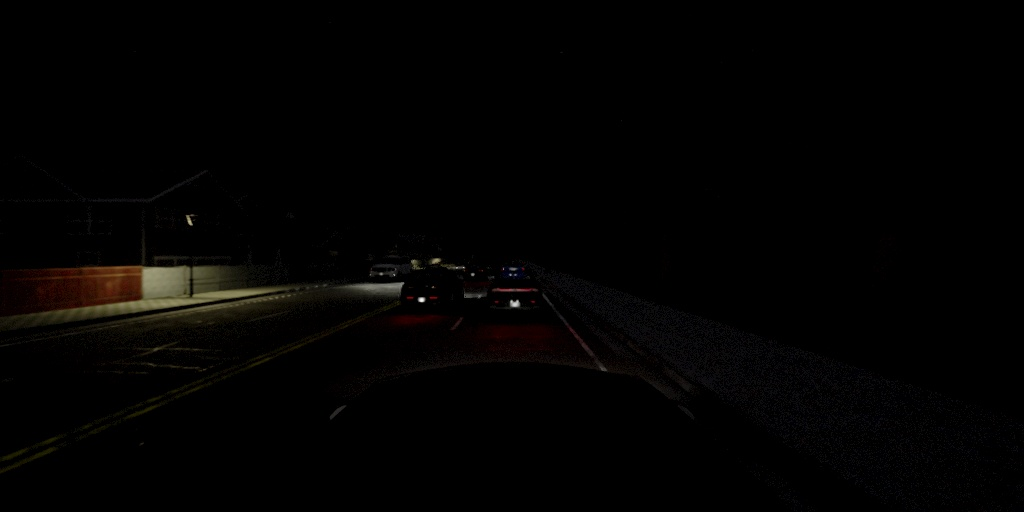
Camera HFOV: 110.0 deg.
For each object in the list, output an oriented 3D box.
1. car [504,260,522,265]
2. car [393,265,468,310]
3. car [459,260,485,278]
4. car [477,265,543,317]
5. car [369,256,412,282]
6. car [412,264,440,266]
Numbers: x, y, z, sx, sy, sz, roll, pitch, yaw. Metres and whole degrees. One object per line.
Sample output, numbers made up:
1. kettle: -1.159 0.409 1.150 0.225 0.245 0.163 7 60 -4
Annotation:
1. car: 0.096 1.151 29.960 2.097 1.767 4.553 0 0 0
2. car: -3.154 1.278 14.947 1.837 1.490 4.892 0 0 0
3. car: -3.153 1.327 31.205 1.812 1.442 4.674 0 0 0
4. car: 0.095 1.262 13.301 2.128 1.511 4.902 0 0 0
5. car: -9.851 1.023 29.766 2.150 2.045 5.566 0 0 0
6. car: -6.599 1.363 29.888 1.994 1.385 4.181 0 0 0
